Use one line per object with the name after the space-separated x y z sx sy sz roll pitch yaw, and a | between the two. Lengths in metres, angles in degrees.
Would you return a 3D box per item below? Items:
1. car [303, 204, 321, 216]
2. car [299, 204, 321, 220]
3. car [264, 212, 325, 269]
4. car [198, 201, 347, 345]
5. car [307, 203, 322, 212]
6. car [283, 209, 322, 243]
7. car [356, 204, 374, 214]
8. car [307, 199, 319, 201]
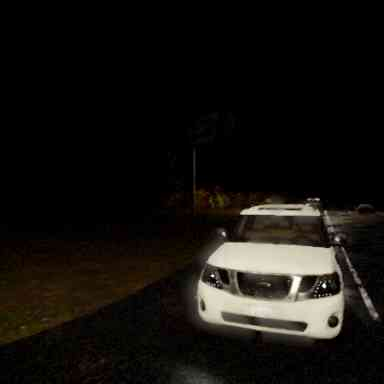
15.226 2.246 42.219 1.994 1.385 4.181 0 -1 22 | car
12.926 2.075 36.237 2.128 1.511 4.902 0 -1 21 | car
4.157 1.678 13.081 1.882 1.535 5.008 0 -1 21 | car
1.922 1.325 7.142 2.150 2.045 5.566 0 -1 20 | car
20.008 2.477 54.097 1.895 1.301 4.718 0 -1 24 | car
6.366 1.802 18.925 1.837 1.490 4.892 0 -1 21 | car
24.662 2.393 47.526 1.895 1.301 4.718 0 -1 21 | car
17.536 2.002 48.232 2.150 2.045 5.566 0 -1 22 | car
